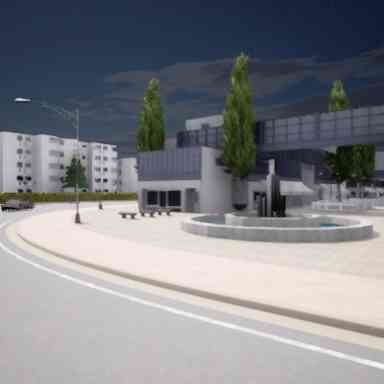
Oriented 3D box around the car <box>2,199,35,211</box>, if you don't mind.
[{"bbox_3d":[-20.210,1.485,38.964,1.994,1.385,4.181,0,0,4],"label":"car"}]
